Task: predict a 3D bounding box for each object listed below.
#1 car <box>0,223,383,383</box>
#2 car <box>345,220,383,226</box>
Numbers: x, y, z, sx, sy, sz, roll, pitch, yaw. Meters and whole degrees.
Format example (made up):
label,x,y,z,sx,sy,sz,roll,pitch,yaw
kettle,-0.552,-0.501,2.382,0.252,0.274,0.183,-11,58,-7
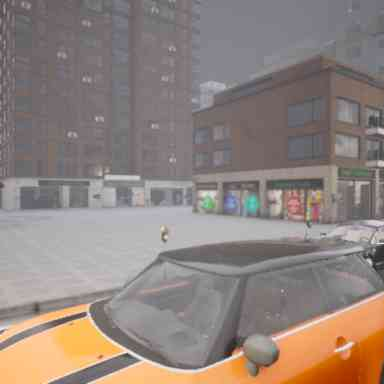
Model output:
label,x,y,z,sx,sy,sz,roll,pitch,yaw
car,0.242,1.351,3.246,4.553,1.767,2.097,0,0,-35
car,5.019,1.547,9.766,4.403,1.369,2.008,0,0,-35
